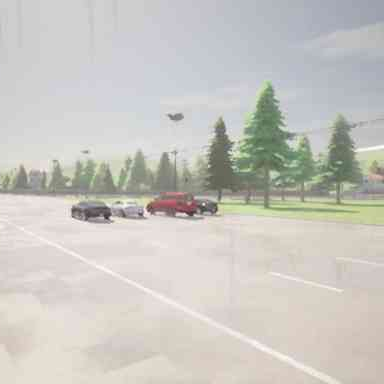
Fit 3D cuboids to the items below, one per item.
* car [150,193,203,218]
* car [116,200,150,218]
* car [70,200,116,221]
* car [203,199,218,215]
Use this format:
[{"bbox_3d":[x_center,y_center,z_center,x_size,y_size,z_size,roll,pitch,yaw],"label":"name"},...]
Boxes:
[{"bbox_3d":[-1.844,1.094,29.168,2.150,2.045,5.566,0,0,-37],"label":"car"},{"bbox_3d":[-5.763,1.386,28.538,1.812,1.442,4.674,0,0,-37],"label":"car"},{"bbox_3d":[-7.903,1.370,25.580,1.837,1.490,4.892,0,0,-37],"label":"car"},{"bbox_3d":[0.487,1.375,31.894,1.837,1.490,4.892,0,0,-37],"label":"car"}]
